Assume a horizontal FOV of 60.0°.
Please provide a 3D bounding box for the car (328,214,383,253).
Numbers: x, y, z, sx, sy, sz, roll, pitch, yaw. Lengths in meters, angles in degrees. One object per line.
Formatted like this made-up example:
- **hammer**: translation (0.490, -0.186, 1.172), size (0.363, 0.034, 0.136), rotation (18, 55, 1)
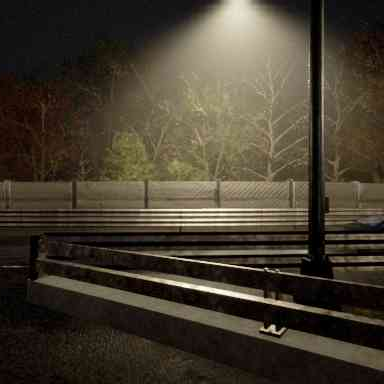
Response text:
- **car**: translation (7.320, 1.563, 12.712), size (4.181, 1.385, 1.994), rotation (0, 0, -5)
